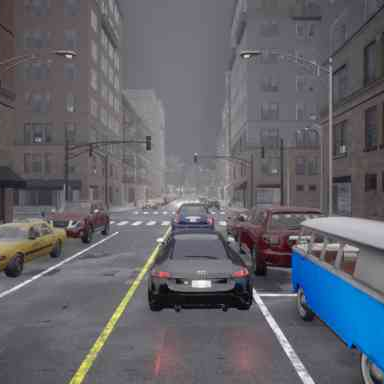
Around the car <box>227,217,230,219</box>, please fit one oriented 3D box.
[{"bbox_3d":[2.650,1.581,16.064,1.802,1.307,4.206,0,0,0],"label":"car"}]

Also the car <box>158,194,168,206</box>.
[{"bbox_3d":[-5.372,1.522,53.871,1.752,1.417,4.829,0,0,0],"label":"car"}]

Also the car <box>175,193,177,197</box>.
[{"bbox_3d":[-5.341,1.563,81.452,1.947,1.339,4.313,0,0,0],"label":"car"}]

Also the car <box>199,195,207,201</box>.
[{"bbox_3d":[2.698,1.438,81.446,1.967,1.590,4.097,0,0,0],"label":"car"}]

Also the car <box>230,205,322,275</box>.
[{"bbox_3d":[2.646,1.314,10.384,2.192,1.841,5.009,0,0,0],"label":"car"}]

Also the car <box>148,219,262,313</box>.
[{"bbox_3d":[0.104,1.564,7.777,1.994,1.385,4.181,0,0,-2],"label":"car"}]

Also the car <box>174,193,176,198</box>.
[{"bbox_3d":[-5.347,1.548,75.970,2.008,1.369,4.403,0,0,0],"label":"car"}]

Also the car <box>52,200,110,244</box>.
[{"bbox_3d":[-5.388,1.314,16.070,2.192,1.841,5.009,0,0,0],"label":"car"}]

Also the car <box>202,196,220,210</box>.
[{"bbox_3d":[2.670,1.547,43.072,2.008,1.369,4.403,0,0,0],"label":"car"}]

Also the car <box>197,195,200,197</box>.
[{"bbox_3d":[2.690,1.548,70.481,2.008,1.369,4.403,0,0,0],"label":"car"}]

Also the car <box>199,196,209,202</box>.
[{"bbox_3d":[2.694,1.548,75.963,2.008,1.369,4.403,0,0,0],"label":"car"}]

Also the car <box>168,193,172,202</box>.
[{"bbox_3d":[-5.365,1.312,59.524,2.192,1.841,5.009,0,0,0],"label":"car"}]

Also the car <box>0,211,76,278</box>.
[{"bbox_3d":[-5.392,1.525,10.221,1.752,1.417,4.829,0,0,0],"label":"car"}]

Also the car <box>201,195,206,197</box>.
[{"bbox_3d":[2.674,1.541,48.554,1.887,1.381,4.507,0,0,0],"label":"car"}]

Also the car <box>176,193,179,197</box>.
[{"bbox_3d":[-5.335,1.313,86.934,2.192,1.841,5.009,0,0,0],"label":"car"}]

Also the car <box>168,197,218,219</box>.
[{"bbox_3d":[0.062,1.351,17.833,2.097,1.767,4.553,0,0,0],"label":"car"}]

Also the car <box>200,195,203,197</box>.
[{"bbox_3d":[2.678,1.547,54.035,2.008,1.369,4.403,0,0,0],"label":"car"}]

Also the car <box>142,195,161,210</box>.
[{"bbox_3d":[-5.384,1.522,42.908,1.752,1.417,4.829,0,0,0],"label":"car"}]

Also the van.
[{"bbox_3d":[2.642,1.341,4.706,1.690,1.788,3.998,0,0,0],"label":"van"}]
